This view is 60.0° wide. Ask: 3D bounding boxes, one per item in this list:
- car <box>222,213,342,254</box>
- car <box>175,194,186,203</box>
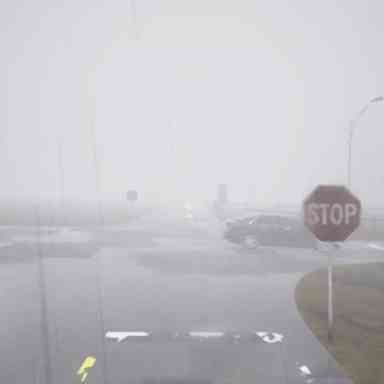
[{"bbox_3d":[3.722,1.680,14.024,4.892,1.490,1.837,2,-1,0],"label":"car"},{"bbox_3d":[-2.297,1.200,65.962,2.097,1.767,4.553,0,0,0],"label":"car"}]
